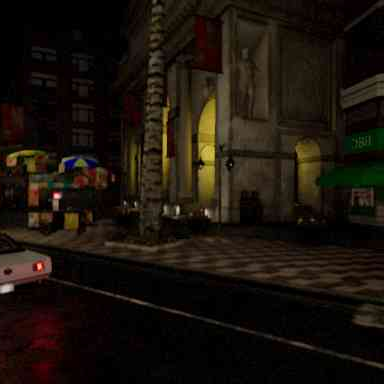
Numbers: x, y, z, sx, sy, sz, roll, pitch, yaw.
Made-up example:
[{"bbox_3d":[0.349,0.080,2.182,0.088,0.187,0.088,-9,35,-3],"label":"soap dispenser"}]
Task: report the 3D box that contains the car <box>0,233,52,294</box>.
[{"bbox_3d":[-5.393,1.574,7.710,4.718,1.301,1.895,0,0,35],"label":"car"}]
